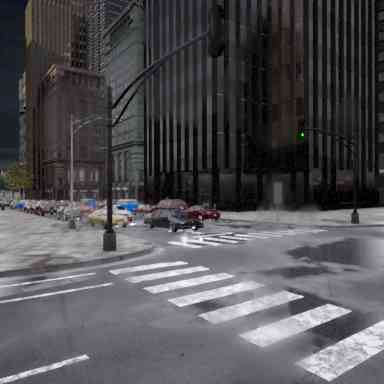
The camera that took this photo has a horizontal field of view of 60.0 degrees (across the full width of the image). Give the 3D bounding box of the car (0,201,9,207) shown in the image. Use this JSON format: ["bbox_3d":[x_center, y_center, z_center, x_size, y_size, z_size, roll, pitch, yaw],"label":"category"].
[{"bbox_3d":[-44.332,2.773,78.092,1.802,1.307,4.206,-1,0,-35],"label":"car"}]

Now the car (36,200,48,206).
[{"bbox_3d":[-37.684,2.711,83.454,2.008,1.369,4.403,-1,0,-35],"label":"car"}]

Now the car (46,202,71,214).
[{"bbox_3d":[-18.871,2.146,46.918,2.128,1.511,4.902,0,-1,-35],"label":"car"}]

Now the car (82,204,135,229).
[{"bbox_3d":[-6.233,1.843,24.408,1.752,1.417,4.829,-1,0,-35],"label":"car"}]

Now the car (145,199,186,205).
[{"bbox_3d":[-2.315,1.668,33.625,2.192,1.841,5.009,-1,0,-35],"label":"car"}]

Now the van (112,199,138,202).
[{"bbox_3d":[-8.194,1.833,41.929,1.690,1.788,3.998,-1,0,-35],"label":"van"}]

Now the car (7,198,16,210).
[{"bbox_3d":[-31.886,2.355,60.550,1.967,1.590,4.097,-1,0,-35],"label":"car"}]

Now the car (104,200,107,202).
[{"bbox_3d":[-11.133,1.875,46.080,2.192,1.841,5.009,-1,0,-35],"label":"car"}]

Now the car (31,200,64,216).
[{"bbox_3d":[-17.647,1.901,40.484,2.192,1.841,5.009,-1,0,-35],"label":"car"}]

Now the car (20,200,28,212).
[{"bbox_3d":[-23.299,2.158,48.452,1.967,1.590,4.097,-1,0,-35],"label":"car"}]

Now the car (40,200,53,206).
[{"bbox_3d":[-34.674,2.662,79.212,1.947,1.339,4.313,-1,0,-35],"label":"car"}]

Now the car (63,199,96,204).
[{"bbox_3d":[-12.890,1.867,38.417,2.097,1.767,4.553,0,-1,-35],"label":"car"}]

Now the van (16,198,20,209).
[{"bbox_3d":[-26.129,2.124,52.436,1.690,1.788,3.998,-1,0,-35],"label":"van"}]

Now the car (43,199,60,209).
[{"bbox_3d":[-27.011,2.240,63.831,2.097,1.767,4.553,0,-1,-35],"label":"car"}]

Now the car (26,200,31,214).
[{"bbox_3d":[-20.470,2.197,44.468,1.887,1.381,4.507,-1,0,-35],"label":"car"}]

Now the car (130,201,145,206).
[{"bbox_3d":[-5.249,2.004,37.777,1.802,1.307,4.206,-1,0,-35],"label":"car"}]

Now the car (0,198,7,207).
[{"bbox_3d":[-41.221,2.668,73.707,1.887,1.381,4.507,-1,0,-35],"label":"car"}]

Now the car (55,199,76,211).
[{"bbox_3d":[-21.289,2.109,55.784,2.097,1.767,4.553,0,-1,-36],"label":"car"}]

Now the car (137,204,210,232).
[{"bbox_3d":[-1.414,1.791,22.180,2.033,1.411,5.357,0,-1,-35],"label":"car"}]

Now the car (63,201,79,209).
[{"bbox_3d":[-22.630,2.408,62.242,1.802,1.307,4.206,-1,0,-35],"label":"car"}]

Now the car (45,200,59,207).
[{"bbox_3d":[-31.662,2.596,74.969,1.947,1.339,4.313,-1,0,-35],"label":"car"}]

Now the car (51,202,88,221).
[{"bbox_3d":[-11.986,2.004,32.515,2.008,1.369,4.403,-1,0,-35],"label":"car"}]

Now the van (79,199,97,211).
[{"bbox_3d":[-17.012,2.038,54.384,1.690,1.788,3.998,-1,0,-35],"label":"van"}]

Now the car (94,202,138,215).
[{"bbox_3d":[-7.012,1.902,30.122,1.812,1.442,4.674,0,-1,-35],"label":"car"}]

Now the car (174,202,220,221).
[{"bbox_3d":[0.630,1.828,29.473,1.887,1.381,4.507,-1,0,-35],"label":"car"}]
